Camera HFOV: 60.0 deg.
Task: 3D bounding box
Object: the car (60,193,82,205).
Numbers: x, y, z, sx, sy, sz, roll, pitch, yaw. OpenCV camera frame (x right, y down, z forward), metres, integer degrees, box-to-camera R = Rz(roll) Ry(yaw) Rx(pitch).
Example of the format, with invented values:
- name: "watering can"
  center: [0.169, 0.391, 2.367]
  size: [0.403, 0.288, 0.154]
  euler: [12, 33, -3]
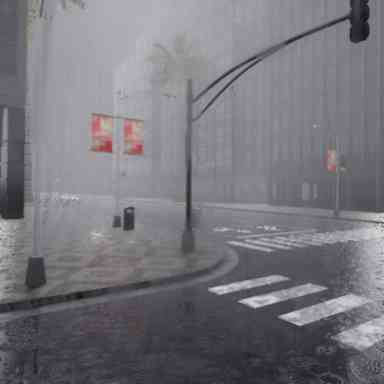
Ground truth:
- name: "car"
  center: [-16.423, 0.894, 44.892]
  size: [1.812, 1.442, 4.674]
  euler: [1, 1, -35]
